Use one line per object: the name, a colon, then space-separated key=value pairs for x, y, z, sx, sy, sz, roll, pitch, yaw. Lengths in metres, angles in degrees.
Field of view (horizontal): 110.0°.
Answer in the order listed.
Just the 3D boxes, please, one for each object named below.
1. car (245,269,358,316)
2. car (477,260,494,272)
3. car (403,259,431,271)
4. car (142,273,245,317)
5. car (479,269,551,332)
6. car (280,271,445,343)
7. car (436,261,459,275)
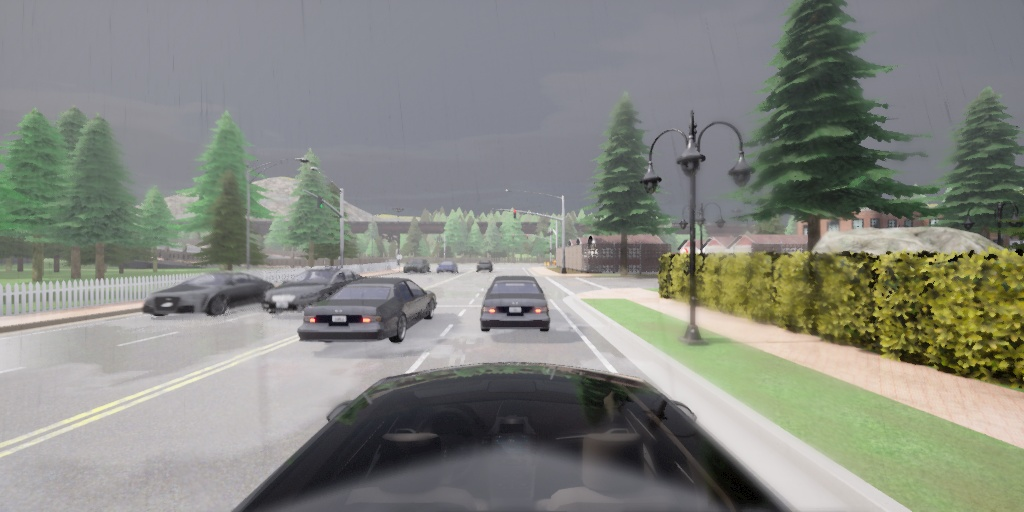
car: x=-7.099 y=1.240 z=13.515 sx=2.128 sy=1.511 sz=4.902 roll=0 pitch=0 yaw=0
car: x=-3.395 y=1.235 z=45.811 sx=2.128 sy=1.511 sz=4.902 roll=0 pitch=0 yaw=0
car: x=-10.584 y=1.097 z=40.113 sx=2.097 sy=1.767 sz=4.553 roll=0 pitch=0 yaw=0
car: x=-10.599 y=1.312 z=13.011 sx=1.994 sy=1.385 sz=4.181 roll=0 pitch=0 yaw=0
car: x=0.085 y=1.296 z=10.839 sx=2.033 sy=1.411 sz=5.357 roll=0 pitch=0 yaw=0
car: x=-3.416 y=1.296 z=9.624 sx=2.033 sy=1.411 sz=5.357 roll=0 pitch=0 yaw=0
car: x=-7.078 y=1.270 z=39.638 sx=1.812 sy=1.442 sz=4.674 roll=0 pitch=0 yaw=0
